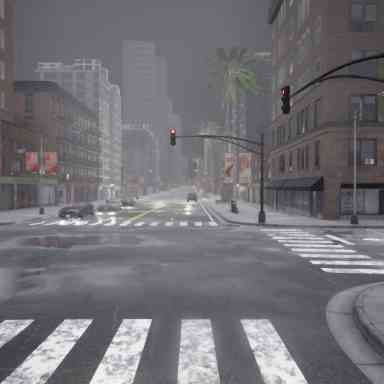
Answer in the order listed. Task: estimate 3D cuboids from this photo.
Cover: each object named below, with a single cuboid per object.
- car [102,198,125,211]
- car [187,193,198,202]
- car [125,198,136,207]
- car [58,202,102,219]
[{"bbox_3d":[-9.860,1.591,40.285,1.895,1.301,4.718,0,0,0],"label":"car"},{"bbox_3d":[0.040,1.164,71.992,2.150,2.045,5.566,0,0,0],"label":"car"},{"bbox_3d":[-9.846,1.544,50.936,1.994,1.385,4.181,0,0,1],"label":"car"},{"bbox_3d":[-9.859,1.541,29.090,2.033,1.411,5.357,0,0,0],"label":"car"}]
